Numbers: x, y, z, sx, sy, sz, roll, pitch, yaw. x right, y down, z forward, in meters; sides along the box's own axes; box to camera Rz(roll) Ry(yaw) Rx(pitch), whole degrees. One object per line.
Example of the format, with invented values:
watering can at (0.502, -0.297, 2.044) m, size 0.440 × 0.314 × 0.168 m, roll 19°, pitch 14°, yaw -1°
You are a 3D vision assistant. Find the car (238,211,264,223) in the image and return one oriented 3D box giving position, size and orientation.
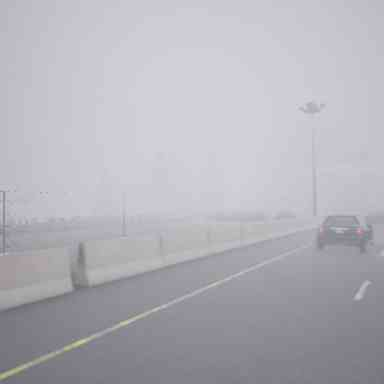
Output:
car at (8.039, 3.159, 42.599) m, size 1.812 × 1.442 × 4.674 m, roll -2°, pitch -3°, yaw 34°

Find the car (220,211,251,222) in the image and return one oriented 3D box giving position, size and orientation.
car at (6.054, 3.353, 45.905) m, size 2.033 × 1.411 × 5.357 m, roll -2°, pitch -3°, yaw 34°

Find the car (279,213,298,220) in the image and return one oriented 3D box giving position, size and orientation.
car at (12.034, 3.142, 42.263) m, size 1.994 × 1.385 × 4.181 m, roll -2°, pitch -3°, yaw 34°

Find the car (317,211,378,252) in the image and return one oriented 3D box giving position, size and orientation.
car at (7.753, 1.839, 16.627) m, size 2.097 × 1.767 × 4.553 m, roll -2°, pitch -3°, yaw 33°

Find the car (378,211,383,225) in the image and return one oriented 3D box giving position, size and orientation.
car at (18.091, 2.536, 32.214) m, size 1.882 × 1.535 × 5.008 m, roll -2°, pitch -3°, yaw 34°
